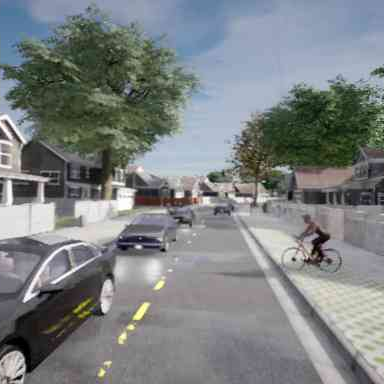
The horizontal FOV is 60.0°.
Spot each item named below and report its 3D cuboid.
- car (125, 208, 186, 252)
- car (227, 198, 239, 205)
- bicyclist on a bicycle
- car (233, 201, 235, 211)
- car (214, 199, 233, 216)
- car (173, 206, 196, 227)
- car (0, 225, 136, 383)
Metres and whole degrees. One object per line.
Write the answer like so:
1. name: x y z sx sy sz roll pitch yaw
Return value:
1. car: -1.699 1.629 14.689 2.033 1.411 5.357 1 0 5
2. car: 9.779 2.242 79.180 1.994 1.385 4.181 1 0 18
3. bicyclist on a bicycle: 3.359 1.451 9.326 1.656 1.620 0.582 2 0 5
4. car: 5.137 1.840 48.856 2.097 1.767 4.553 1 0 10
5. car: 3.541 1.905 38.367 1.812 1.442 4.674 1 0 7
6. car: -0.812 1.744 24.676 1.994 1.385 4.181 1 0 5
7. car: -2.559 1.474 4.806 2.128 1.511 4.902 1 0 5
